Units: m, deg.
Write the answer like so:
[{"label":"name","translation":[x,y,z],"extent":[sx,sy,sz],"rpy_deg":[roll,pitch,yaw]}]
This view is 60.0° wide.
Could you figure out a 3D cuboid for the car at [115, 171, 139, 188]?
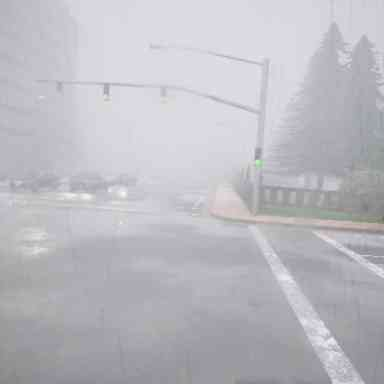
[{"label":"car","translation":[-7.226,-1.210,35.471],"extent":[1.895,1.301,4.718],"rpy_deg":[4,4,5]}]

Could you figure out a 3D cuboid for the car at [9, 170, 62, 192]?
[{"label":"car","translation":[-11.666,-0.892,25.103],"extent":[2.128,1.511,4.902],"rpy_deg":[4,4,5]}]

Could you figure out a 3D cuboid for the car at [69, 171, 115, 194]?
[{"label":"car","translation":[-8.037,-0.692,26.484],"extent":[1.994,1.385,4.181],"rpy_deg":[4,4,5]}]

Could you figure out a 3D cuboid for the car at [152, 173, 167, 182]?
[{"label":"car","translation":[-5.365,-2.427,55.266],"extent":[1.895,1.301,4.718],"rpy_deg":[4,4,5]}]
